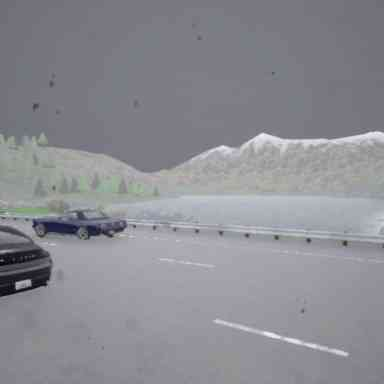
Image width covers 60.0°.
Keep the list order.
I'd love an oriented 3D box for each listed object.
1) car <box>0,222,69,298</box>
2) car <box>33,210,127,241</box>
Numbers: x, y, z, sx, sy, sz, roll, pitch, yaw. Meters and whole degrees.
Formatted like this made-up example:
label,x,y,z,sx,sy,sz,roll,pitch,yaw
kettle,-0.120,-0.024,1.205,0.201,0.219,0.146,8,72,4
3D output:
label,x,y,z,sx,sy,sz,roll,pitch,yaw
car,-5.214,1.469,7.489,4.892,1.490,1.837,0,-1,31
car,-5.527,1.518,16.042,4.718,1.301,1.895,0,0,30
